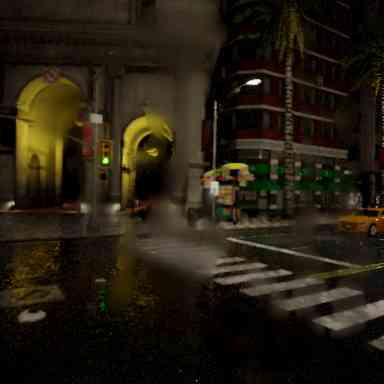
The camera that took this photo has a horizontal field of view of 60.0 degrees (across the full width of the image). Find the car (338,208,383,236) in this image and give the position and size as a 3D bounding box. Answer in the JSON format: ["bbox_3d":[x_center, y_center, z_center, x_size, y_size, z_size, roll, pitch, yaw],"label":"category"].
[{"bbox_3d":[10.869,1.699,19.898,5.008,1.535,1.882,1,0,-31],"label":"car"}]
